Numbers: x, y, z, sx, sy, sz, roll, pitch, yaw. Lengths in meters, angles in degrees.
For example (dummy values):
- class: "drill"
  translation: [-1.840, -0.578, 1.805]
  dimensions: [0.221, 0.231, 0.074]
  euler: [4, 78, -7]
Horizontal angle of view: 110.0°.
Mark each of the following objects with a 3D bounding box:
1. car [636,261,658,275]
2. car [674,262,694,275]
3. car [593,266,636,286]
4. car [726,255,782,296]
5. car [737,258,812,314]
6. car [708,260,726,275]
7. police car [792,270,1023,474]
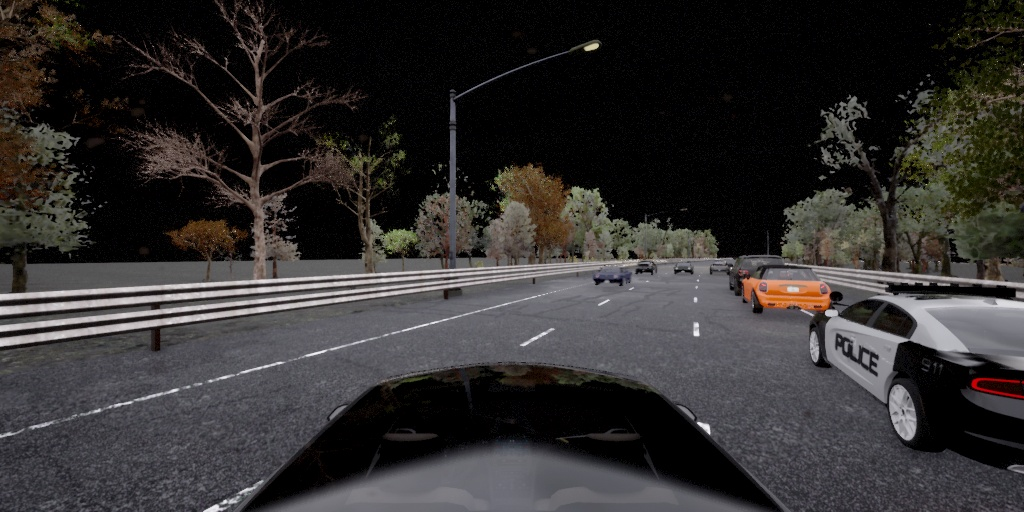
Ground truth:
- class: "car"
  translation: [14.765, 1.266, 39.186]
  dimensions: [1.837, 1.490, 4.892]
  euler: [0, 0, 29]
- class: "car"
  translation: [19.290, 1.366, 40.124]
  dimensions: [1.895, 1.301, 4.718]
  euler: [0, 0, 29]
- class: "car"
  translation: [7.165, 1.353, 25.131]
  dimensions: [1.895, 1.301, 4.718]
  euler: [0, 0, 28]
- class: "car"
  translation: [12.774, 0.976, 18.758]
  dimensions: [2.150, 2.045, 5.566]
  euler: [0, 0, 28]
- class: "car"
  translation: [10.024, 1.101, 13.443]
  dimensions: [2.097, 1.767, 4.553]
  euler: [0, 0, 27]
- class: "car"
  translation: [22.679, 1.258, 39.186]
  dimensions: [2.128, 1.511, 4.902]
  euler: [0, 0, 30]
- class: "police car"
  translation: [5.640, 1.174, 4.751]
  dimensions: [1.930, 1.638, 5.238]
  euler: [0, 0, 26]
